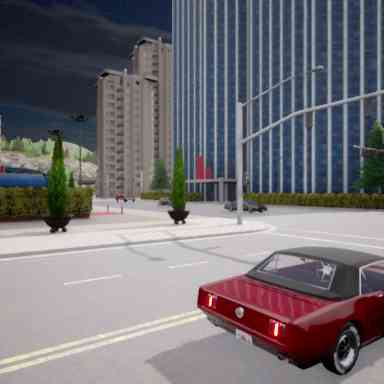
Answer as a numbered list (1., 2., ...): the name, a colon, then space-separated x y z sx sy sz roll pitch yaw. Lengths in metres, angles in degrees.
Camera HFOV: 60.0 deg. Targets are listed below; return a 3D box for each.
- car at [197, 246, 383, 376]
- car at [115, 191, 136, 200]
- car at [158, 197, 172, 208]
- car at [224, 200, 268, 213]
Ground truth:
1. car: 2.493 1.600 5.586 4.718 1.301 1.895 0 0 -35
2. car: -12.500 0.876 62.072 2.150 2.045 5.566 0 0 -36
3. car: -3.266 1.502 49.202 1.837 1.490 4.892 0 0 -36
4. car: 5.809 1.544 36.699 2.033 1.411 5.357 0 0 -36
